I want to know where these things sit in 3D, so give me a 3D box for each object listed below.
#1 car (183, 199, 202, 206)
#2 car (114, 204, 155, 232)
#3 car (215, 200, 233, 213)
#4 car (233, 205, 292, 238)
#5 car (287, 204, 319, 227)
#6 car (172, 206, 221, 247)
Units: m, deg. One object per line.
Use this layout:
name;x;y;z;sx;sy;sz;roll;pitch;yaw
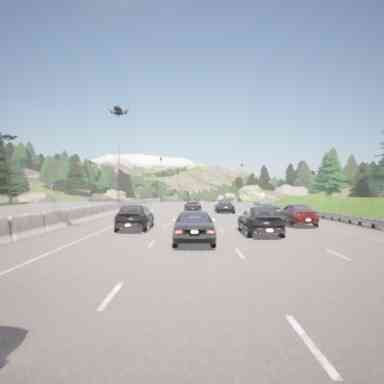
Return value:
car;0.082;1.511;36.754;2.128;1.511;4.902;0;0;0
car;-3.410;1.515;20.127;1.837;1.490;4.892;0;0;0
car;3.581;1.580;36.936;1.994;1.385;4.181;0;0;0
car;3.590;1.514;17.762;1.837;1.490;4.892;0;0;0
car;7.088;1.536;22.569;1.812;1.442;4.674;0;0;0
car;0.093;1.554;15.010;2.033;1.411;5.357;0;0;0
